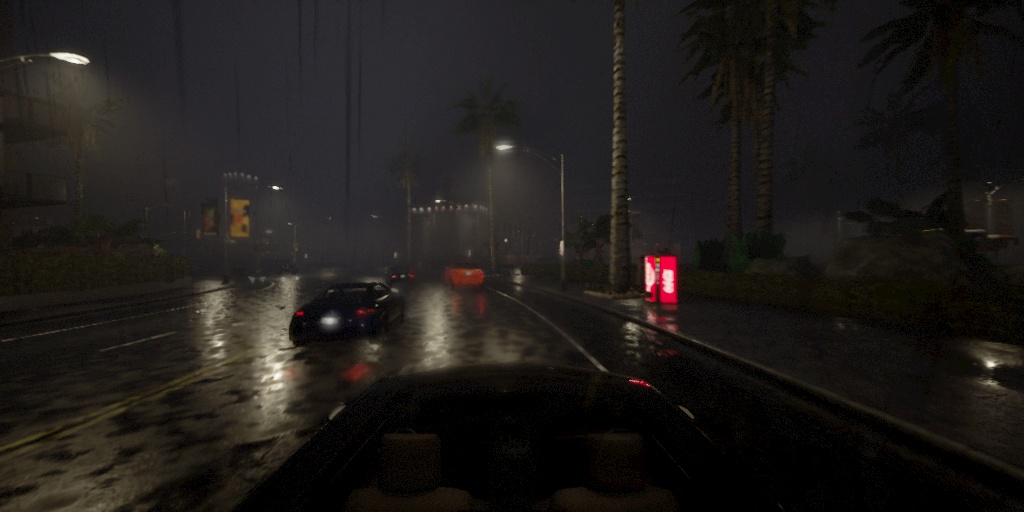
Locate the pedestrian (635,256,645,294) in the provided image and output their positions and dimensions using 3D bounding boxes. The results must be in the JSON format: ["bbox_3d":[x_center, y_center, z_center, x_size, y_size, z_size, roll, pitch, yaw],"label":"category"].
[{"bbox_3d":[5.960,0.921,16.342,0.375,1.860,0.375,0,0,-11],"label":"pedestrian"}]

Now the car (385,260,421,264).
[{"bbox_3d":[-12.448,1.496,40.758,1.994,1.385,4.181,0,0,-40],"label":"car"}]

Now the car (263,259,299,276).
[{"bbox_3d":[-29.404,1.376,45.264,5.566,2.045,2.150,-1,0,29],"label":"car"}]

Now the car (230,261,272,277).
[{"bbox_3d":[-31.145,1.657,42.224,4.902,1.511,2.128,-1,0,28],"label":"car"}]

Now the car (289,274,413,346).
[{"bbox_3d":[-4.131,1.381,9.709,1.994,1.385,4.181,0,0,-6],"label":"car"}]

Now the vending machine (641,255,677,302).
[{"bbox_3d":[6.245,0.967,15.032,1.100,2.100,0.880,0,0,-10],"label":"vending machine"}]

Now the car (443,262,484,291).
[{"bbox_3d":[-3.280,1.153,23.794,2.097,1.767,4.553,0,0,-17],"label":"car"}]

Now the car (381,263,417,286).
[{"bbox_3d":[-8.524,1.480,27.198,2.033,1.411,5.357,0,0,-23],"label":"car"}]
